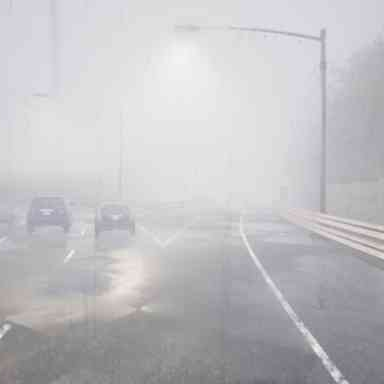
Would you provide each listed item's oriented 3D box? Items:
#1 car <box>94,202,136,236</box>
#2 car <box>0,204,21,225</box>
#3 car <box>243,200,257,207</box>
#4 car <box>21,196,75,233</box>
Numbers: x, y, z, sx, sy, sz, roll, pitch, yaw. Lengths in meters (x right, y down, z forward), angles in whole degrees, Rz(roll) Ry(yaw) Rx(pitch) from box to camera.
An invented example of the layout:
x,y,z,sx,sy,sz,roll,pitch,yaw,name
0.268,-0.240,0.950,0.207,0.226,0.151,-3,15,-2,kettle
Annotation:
x,y,z,sx,sy,sz,roll,pitch,yaw,name
-4.444,1.362,18.878,2.097,1.767,4.553,0,0,-16,car
-13.216,1.552,23.259,1.994,1.385,4.181,0,0,-19,car
11.441,2.314,67.356,2.128,1.511,4.902,0,-3,14,car
-8.352,1.220,19.894,2.150,2.045,5.566,0,0,-17,car
